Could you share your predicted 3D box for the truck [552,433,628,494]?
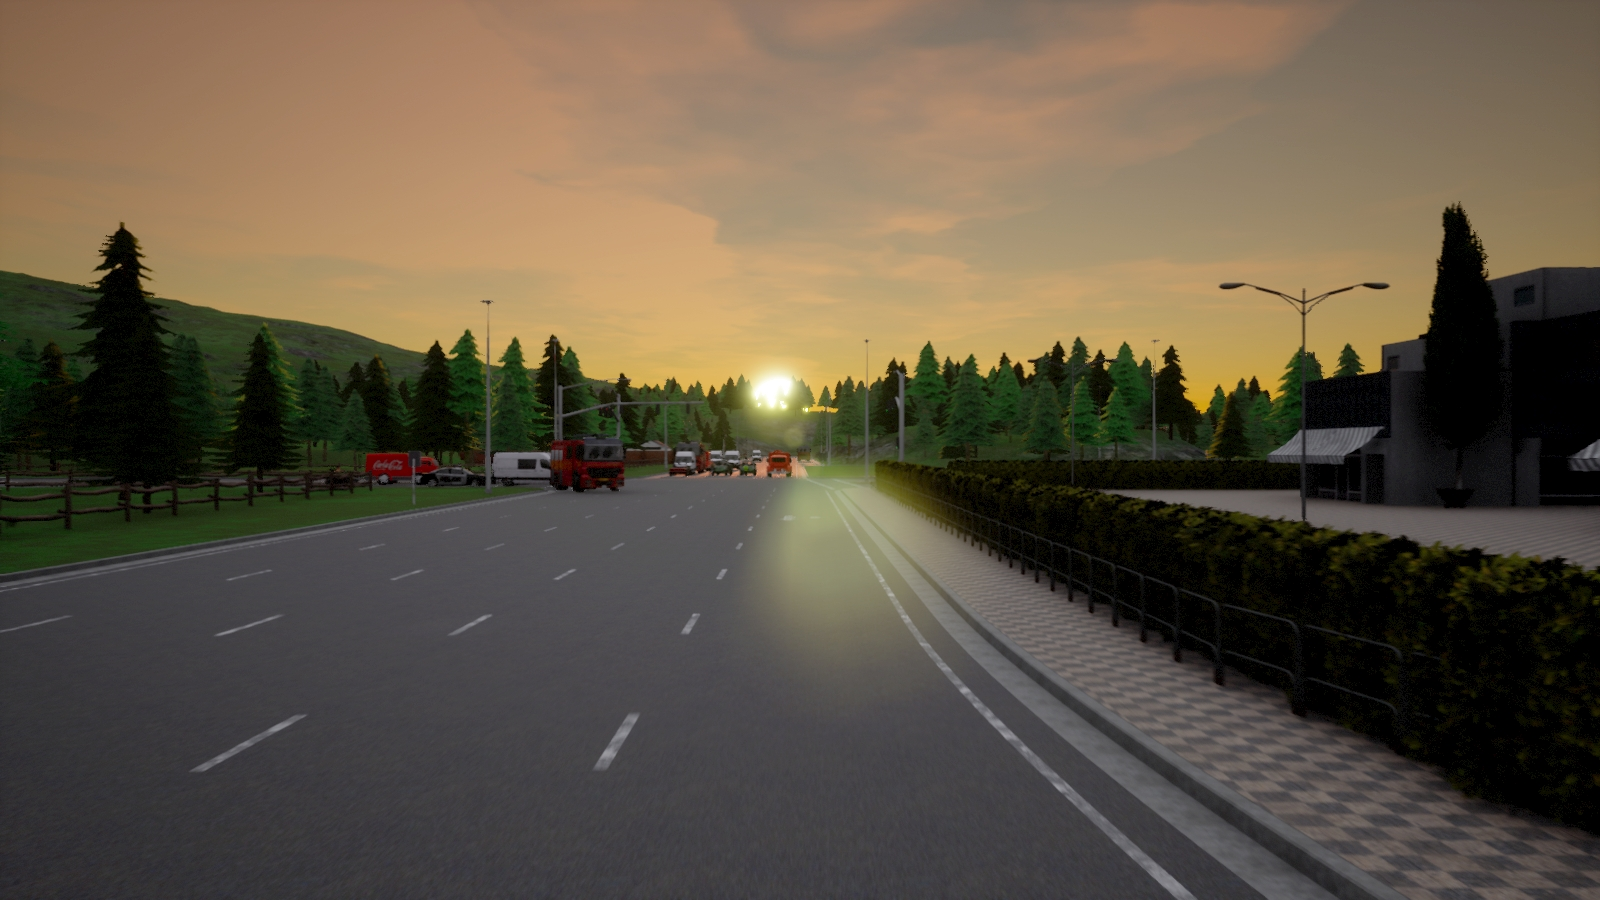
[{"bbox_3d":[-14.181,0.836,76.536,2.891,3.827,8.468,0,0,-26],"label":"truck"}]
